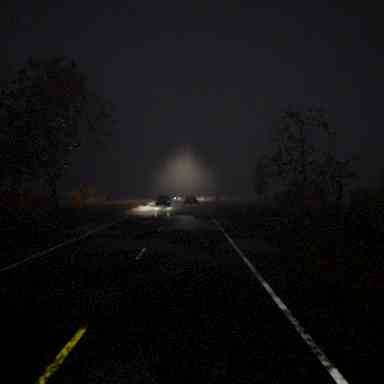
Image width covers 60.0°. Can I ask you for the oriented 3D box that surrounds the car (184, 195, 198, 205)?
[{"bbox_3d":[-0.125,1.197,50.100,1.994,1.385,4.181,0,0,0],"label":"car"}]

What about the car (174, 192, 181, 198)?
[{"bbox_3d":[-3.917,0.865,90.185,2.128,1.511,4.902,0,0,0],"label":"car"}]

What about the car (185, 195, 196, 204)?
[{"bbox_3d":[-0.251,1.192,55.820,1.895,1.301,4.718,0,0,0],"label":"car"}]

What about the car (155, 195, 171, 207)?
[{"bbox_3d":[-3.779,1.153,44.161,1.882,1.535,5.008,0,0,0],"label":"car"}]
